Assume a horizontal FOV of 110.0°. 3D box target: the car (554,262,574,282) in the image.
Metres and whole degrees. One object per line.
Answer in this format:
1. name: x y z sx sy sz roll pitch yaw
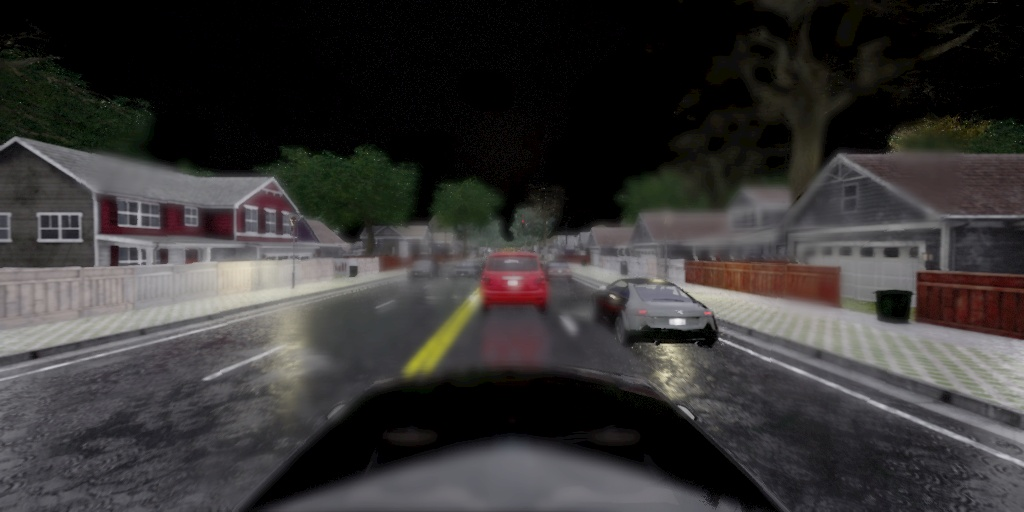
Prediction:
1. car: 3.350 1.136 26.533 2.033 1.411 5.357 0 0 0

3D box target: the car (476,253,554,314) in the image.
1. car: 0.096 0.898 13.427 2.150 2.045 5.566 0 1 0

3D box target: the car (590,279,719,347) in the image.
1. car: 3.326 1.266 9.158 1.994 1.385 4.181 0 0 1

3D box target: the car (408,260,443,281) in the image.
1. car: -6.581 1.087 27.794 1.837 1.490 4.892 0 0 0

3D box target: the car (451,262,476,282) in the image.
1. car: -3.332 1.149 27.098 1.994 1.385 4.181 0 0 0
